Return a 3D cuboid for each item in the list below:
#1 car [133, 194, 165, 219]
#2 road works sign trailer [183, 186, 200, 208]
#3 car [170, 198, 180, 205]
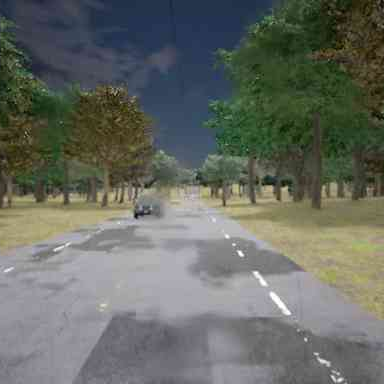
[{"bbox_3d":[-3.592,1.198,28.652,2.150,2.045,5.566,0,0,0],"label":"car"},{"bbox_3d":[0.075,0.707,52.372,2.380,3.560,2.880,0,-1,-2],"label":"road works sign trailer"},{"bbox_3d":[-3.490,1.960,68.973,1.882,1.535,5.008,0,-1,0],"label":"car"}]
